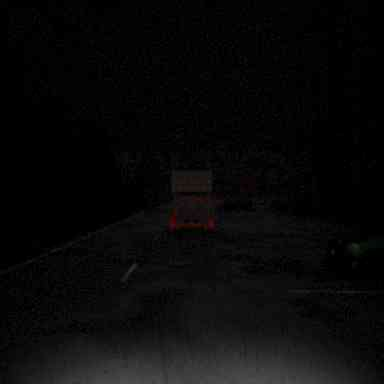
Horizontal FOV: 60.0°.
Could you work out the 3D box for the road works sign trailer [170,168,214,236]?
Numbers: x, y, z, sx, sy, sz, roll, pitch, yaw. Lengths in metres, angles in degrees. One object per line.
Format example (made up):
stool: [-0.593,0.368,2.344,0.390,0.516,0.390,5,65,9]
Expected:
road works sign trailer: [0.001,0.465,18.478,2.380,3.560,2.880,0,0,0]

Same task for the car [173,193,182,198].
car: [-3.500,0.972,79.690,2.097,1.767,4.553,0,0,0]

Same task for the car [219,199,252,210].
car: [5.559,1.552,42.603,4.181,1.381,1.994,0,0,-1]

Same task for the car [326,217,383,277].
car: [6.044,1.484,9.595,3.988,1.617,1.851,0,0,-1]
